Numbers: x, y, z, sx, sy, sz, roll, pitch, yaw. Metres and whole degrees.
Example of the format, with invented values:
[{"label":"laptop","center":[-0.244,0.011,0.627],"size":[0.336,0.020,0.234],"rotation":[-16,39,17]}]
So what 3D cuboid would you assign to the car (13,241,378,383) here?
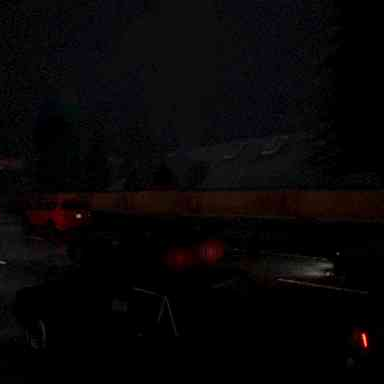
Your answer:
[{"label":"car","center":[-0.396,1.636,4.391],"size":[4.718,1.301,1.895],"rotation":[-1,-1,37]}]

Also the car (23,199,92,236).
[{"label":"car","center":[-8.185,1.425,20.084],"size":[5.566,2.045,2.150],"rotation":[0,0,43]}]

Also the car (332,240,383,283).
[{"label":"car","center":[6.392,1.566,8.060],"size":[5.357,1.411,2.033],"rotation":[-1,-1,36]}]

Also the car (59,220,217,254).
[{"label":"car","center":[-1.690,1.684,9.815],"size":[4.718,1.301,1.895],"rotation":[-1,-1,38]}]
